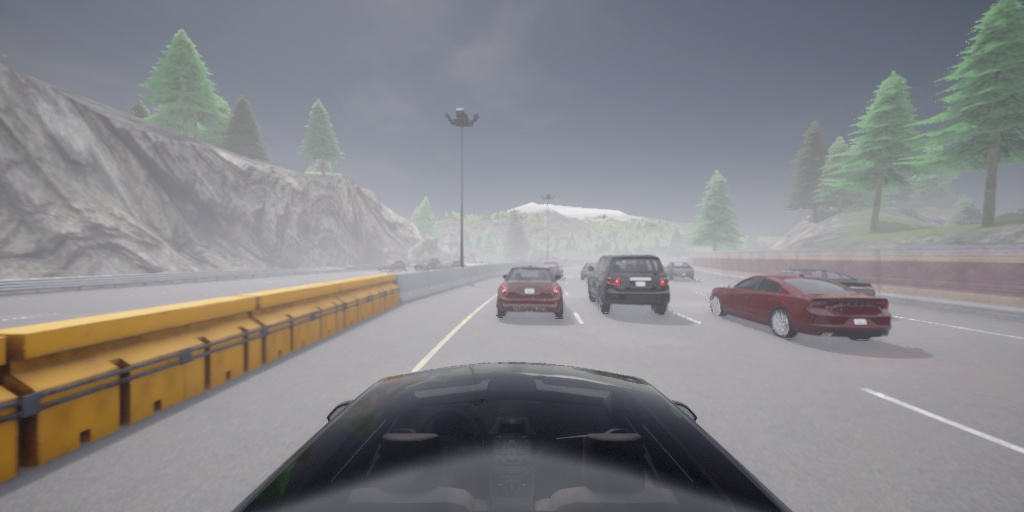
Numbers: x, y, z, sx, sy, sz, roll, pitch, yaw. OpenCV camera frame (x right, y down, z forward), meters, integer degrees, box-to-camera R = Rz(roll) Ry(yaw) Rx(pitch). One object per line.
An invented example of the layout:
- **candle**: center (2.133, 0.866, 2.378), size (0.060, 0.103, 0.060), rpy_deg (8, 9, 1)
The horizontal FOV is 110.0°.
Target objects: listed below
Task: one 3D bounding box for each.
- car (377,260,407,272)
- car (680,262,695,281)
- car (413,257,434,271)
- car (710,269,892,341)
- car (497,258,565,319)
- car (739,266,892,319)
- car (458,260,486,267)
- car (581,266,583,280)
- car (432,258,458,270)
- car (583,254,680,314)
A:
- **car**: center (-14.951, 1.174, 44.979), size (1.812, 1.442, 4.674), rpy_deg (0, 0, 16)
- **car**: center (14.010, 1.222, 30.453), size (2.128, 1.511, 4.902), rpy_deg (0, 0, 13)
- **car**: center (-10.878, 1.004, 46.410), size (2.097, 1.767, 4.553), rpy_deg (0, 0, 17)
- **car**: center (7.467, 1.229, 10.005), size (1.882, 1.535, 5.008), rpy_deg (0, 0, 3)
- **car**: center (0.707, 1.084, 13.002), size (2.097, 1.767, 4.553), rpy_deg (0, 0, 5)
- **car**: center (11.317, 1.244, 13.993), size (2.128, 1.511, 4.902), rpy_deg (0, 0, 5)
- **car**: center (-4.468, 1.197, 43.498), size (1.812, 1.442, 4.674), rpy_deg (0, 0, 16)
- **car**: center (6.958, 1.279, 30.905), size (1.994, 1.385, 4.181), rpy_deg (0, 0, 12)
- **car**: center (-7.729, 1.188, 44.792), size (1.812, 1.442, 4.674), rpy_deg (0, 0, 16)
- **car**: center (4.259, 0.960, 13.863), size (2.150, 2.045, 5.566), rpy_deg (0, 0, 5)
